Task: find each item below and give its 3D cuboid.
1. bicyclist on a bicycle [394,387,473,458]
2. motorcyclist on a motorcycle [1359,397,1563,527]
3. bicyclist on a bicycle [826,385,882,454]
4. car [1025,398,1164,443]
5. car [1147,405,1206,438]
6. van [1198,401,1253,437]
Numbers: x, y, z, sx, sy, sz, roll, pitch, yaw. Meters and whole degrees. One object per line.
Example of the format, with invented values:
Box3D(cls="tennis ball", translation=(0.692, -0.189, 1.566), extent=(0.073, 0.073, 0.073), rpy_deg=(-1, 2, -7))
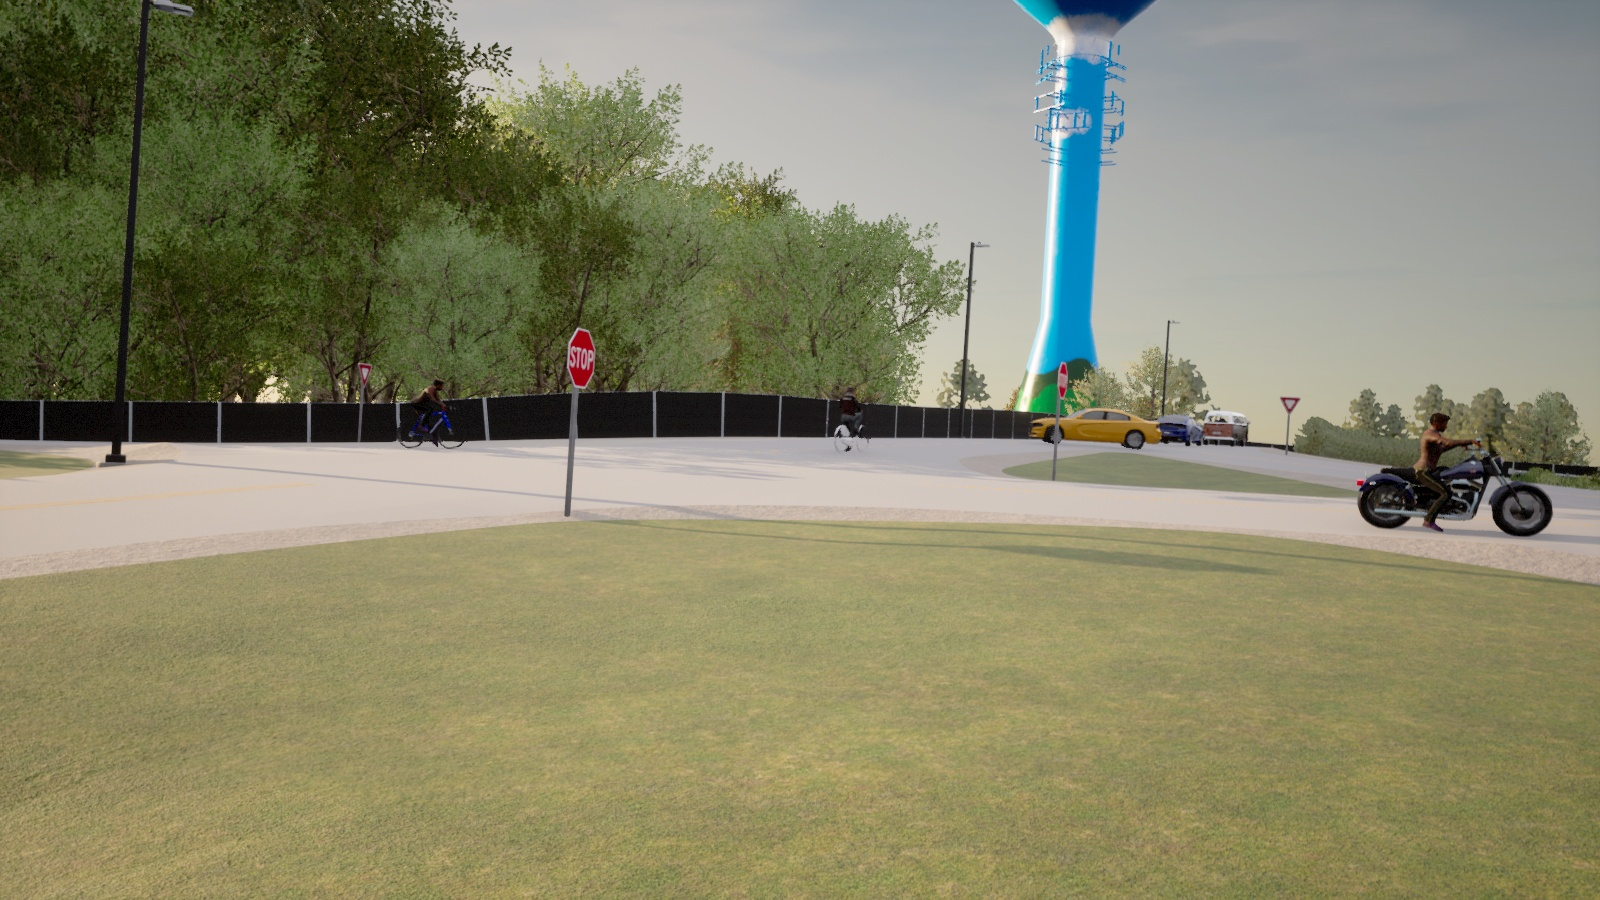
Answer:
Box3D(cls="bicyclist on a bicycle", translation=(-8.515, -0.636, 29.183), extent=(1.656, 1.620, 0.582), rpy_deg=(0, 1, 5))
Box3D(cls="motorcyclist on a motorcycle", translation=(8.806, 0.119, 16.865), extent=(2.350, 1.649, 0.766), rpy_deg=(1, 3, 24))
Box3D(cls="bicyclist on a bicycle", translation=(1.431, -0.820, 32.999), extent=(0.659, 1.776, 1.843), rpy_deg=(2, 3, 31))
Box3D(cls="car", translation=(11.390, -1.146, 48.856), extent=(5.008, 1.535, 1.882), rpy_deg=(3, 1, 5))
Box3D(cls="car", translation=(18.849, -1.417, 62.705), extent=(1.882, 1.535, 5.008), rpy_deg=(2, 2, 27))
Box3D(cls="van", translation=(25.049, -1.792, 73.828), extent=(2.069, 2.038, 4.480), rpy_deg=(2, 2, 32))
